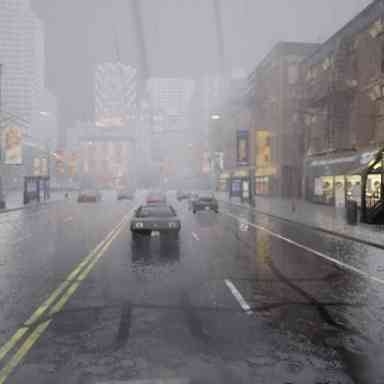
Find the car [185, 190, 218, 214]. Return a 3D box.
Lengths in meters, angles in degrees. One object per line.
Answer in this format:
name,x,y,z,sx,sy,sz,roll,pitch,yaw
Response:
car,0.799,0.792,25.519,1.837,1.490,4.892,0,2,-6

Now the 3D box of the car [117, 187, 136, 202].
car,-8.120,0.395,41.005,2.033,1.411,5.357,0,2,-7

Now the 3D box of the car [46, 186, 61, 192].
car,-34.821,-0.858,84.087,4.674,1.452,2.002,0,2,14

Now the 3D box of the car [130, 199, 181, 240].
car,-1.574,1.191,14.522,1.895,1.301,4.718,0,2,-6

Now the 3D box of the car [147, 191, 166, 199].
car,-3.686,0.589,34.781,1.994,1.385,4.181,0,2,-6

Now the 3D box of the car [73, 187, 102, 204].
car,-11.103,0.453,36.288,1.882,1.535,5.008,0,2,-6

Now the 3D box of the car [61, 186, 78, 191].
car,-29.321,-0.733,82.481,4.718,1.301,1.895,1,2,24

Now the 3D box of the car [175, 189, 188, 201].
car,-1.029,0.365,42.331,2.033,1.411,5.357,0,2,-8
